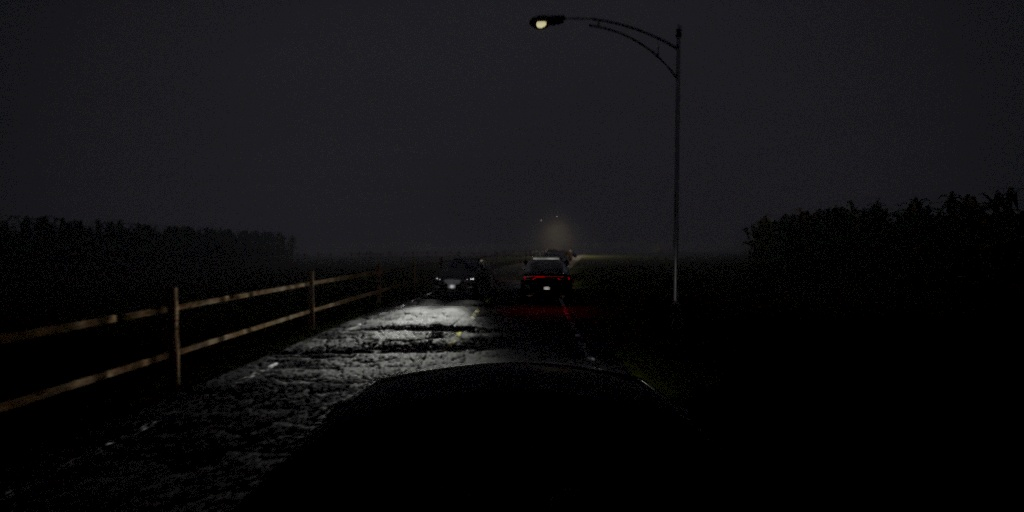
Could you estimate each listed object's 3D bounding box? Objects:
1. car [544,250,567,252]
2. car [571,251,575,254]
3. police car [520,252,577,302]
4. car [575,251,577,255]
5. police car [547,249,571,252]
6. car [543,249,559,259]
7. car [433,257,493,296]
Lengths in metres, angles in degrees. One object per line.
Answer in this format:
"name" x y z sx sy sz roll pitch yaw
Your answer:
"car" 2.599 0.579 24.347 1.882 1.535 5.008 0 2 9
"car" 7.227 -0.155 49.324 1.882 1.535 5.008 0 2 14
"police car" 1.395 0.807 14.687 1.930 1.638 5.238 0 2 5
"car" 10.044 -0.434 61.694 1.994 1.385 4.181 0 2 13
"police car" 3.669 0.352 30.267 1.930 1.638 5.238 0 2 11
"car" 6.341 -0.380 57.788 1.837 1.490 4.892 0 2 14
"car" -2.044 0.830 16.128 2.128 1.511 4.902 0 2 6
